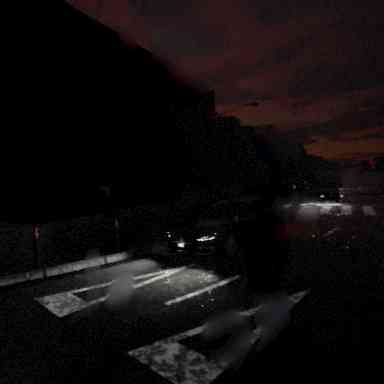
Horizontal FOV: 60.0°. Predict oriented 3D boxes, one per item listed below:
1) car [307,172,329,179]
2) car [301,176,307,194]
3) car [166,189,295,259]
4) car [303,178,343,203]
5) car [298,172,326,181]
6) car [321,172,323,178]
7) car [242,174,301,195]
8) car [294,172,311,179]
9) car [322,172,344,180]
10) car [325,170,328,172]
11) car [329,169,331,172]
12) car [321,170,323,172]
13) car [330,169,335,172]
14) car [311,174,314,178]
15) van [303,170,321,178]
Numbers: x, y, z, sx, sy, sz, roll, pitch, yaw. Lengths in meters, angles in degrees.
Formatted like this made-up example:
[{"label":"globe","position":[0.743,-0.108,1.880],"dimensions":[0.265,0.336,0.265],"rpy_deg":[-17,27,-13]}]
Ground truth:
[{"label":"car","position":[30.503,-4.063,80.353],"dimensions":[4.792,1.488,2.163],"rpy_deg":[-1,3,25]},{"label":"car","position":[7.489,-0.389,30.372],"dimensions":[5.008,1.535,2.097],"rpy_deg":[-1,3,25]},{"label":"car","position":[1.252,0.926,10.422],"dimensions":[1.837,1.490,4.892],"rpy_deg":[0,5,40]},{"label":"car","position":[9.428,-0.031,23.746],"dimensions":[1.994,1.385,4.181],"rpy_deg":[-1,3,25]},{"label":"car","position":[23.623,-3.012,65.345],"dimensions":[4.892,1.521,2.231],"rpy_deg":[-1,3,25]},{"label":"car","position":[16.703,-1.895,50.361],"dimensions":[5.008,1.535,2.097],"rpy_deg":[-1,4,25]},{"label":"car","position":[6.364,-0.335,27.846],"dimensions":[4.553,1.767,2.185],"rpy_deg":[-1,3,25]},{"label":"car","position":[9.821,-0.882,35.346],"dimensions":[4.553,1.767,2.185],"rpy_deg":[-1,3,25]},{"label":"car","position":[17.162,-1.254,40.258],"dimensions":[1.837,1.490,4.892],"rpy_deg":[-1,4,25]},{"label":"car","position":[22.472,-2.829,62.847],"dimensions":[4.892,1.521,2.231],"rpy_deg":[-1,3,25]},{"label":"car","position":[28.056,-3.738,75.419],"dimensions":[5.366,1.575,1.946],"rpy_deg":[-1,3,25]},{"label":"car","position":[17.826,-2.209,52.863],"dimensions":[4.553,1.767,2.185],"rpy_deg":[-1,4,25]},{"label":"car","position":[33.948,-4.868,87.833],"dimensions":[5.566,2.045,2.435],"rpy_deg":[-1,3,25]},{"label":"car","position":[10.945,-0.942,37.871],"dimensions":[4.892,1.521,2.231],"rpy_deg":[-1,3,25]},{"label":"van","position":[15.653,-1.932,47.799],"dimensions":[4.442,1.987,1.878],"rpy_deg":[-1,4,25]}]
